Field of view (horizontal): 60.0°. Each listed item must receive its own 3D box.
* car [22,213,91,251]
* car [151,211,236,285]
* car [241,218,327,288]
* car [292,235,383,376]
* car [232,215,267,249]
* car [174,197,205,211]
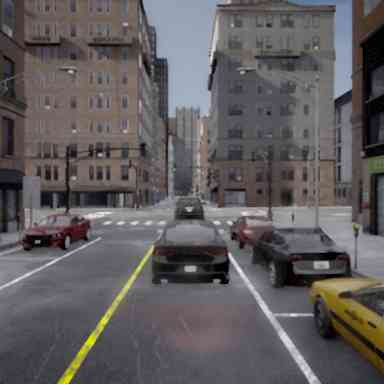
[{"bbox_3d":[-5.827,1.646,14.755,1.887,1.381,4.507,-1,0,-1],"label":"car"},{"bbox_3d":[-0.037,1.544,9.720,1.882,1.535,5.008,0,0,0],"label":"car"},{"bbox_3d":[2.777,1.629,9.263,1.947,1.339,4.313,-1,0,-1],"label":"car"},{"bbox_3d":[2.834,1.552,3.847,1.752,1.417,4.829,-1,0,-1],"label":"car"},{"bbox_3d":[2.718,1.682,14.848,1.802,1.307,4.206,-1,0,-1],"label":"car"},{"bbox_3d":[-0.199,1.397,25.924,2.150,2.045,5.566,0,0,0],"label":"car"}]
